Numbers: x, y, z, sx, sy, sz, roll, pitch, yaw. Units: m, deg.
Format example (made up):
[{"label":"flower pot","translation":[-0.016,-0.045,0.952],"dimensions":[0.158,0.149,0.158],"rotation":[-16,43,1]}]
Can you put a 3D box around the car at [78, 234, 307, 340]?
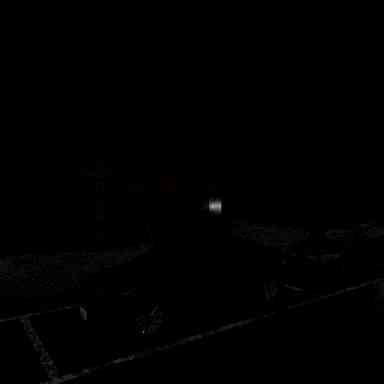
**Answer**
[{"label":"car","translation":[0.043,1.566,6.563],"dimensions":[4.313,1.339,1.947],"rotation":[0,0,-35]}]

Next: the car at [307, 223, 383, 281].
[{"label":"car","translation":[4.526,1.582,9.752],"dimensions":[4.206,1.307,1.802],"rotation":[0,0,-35]}]
